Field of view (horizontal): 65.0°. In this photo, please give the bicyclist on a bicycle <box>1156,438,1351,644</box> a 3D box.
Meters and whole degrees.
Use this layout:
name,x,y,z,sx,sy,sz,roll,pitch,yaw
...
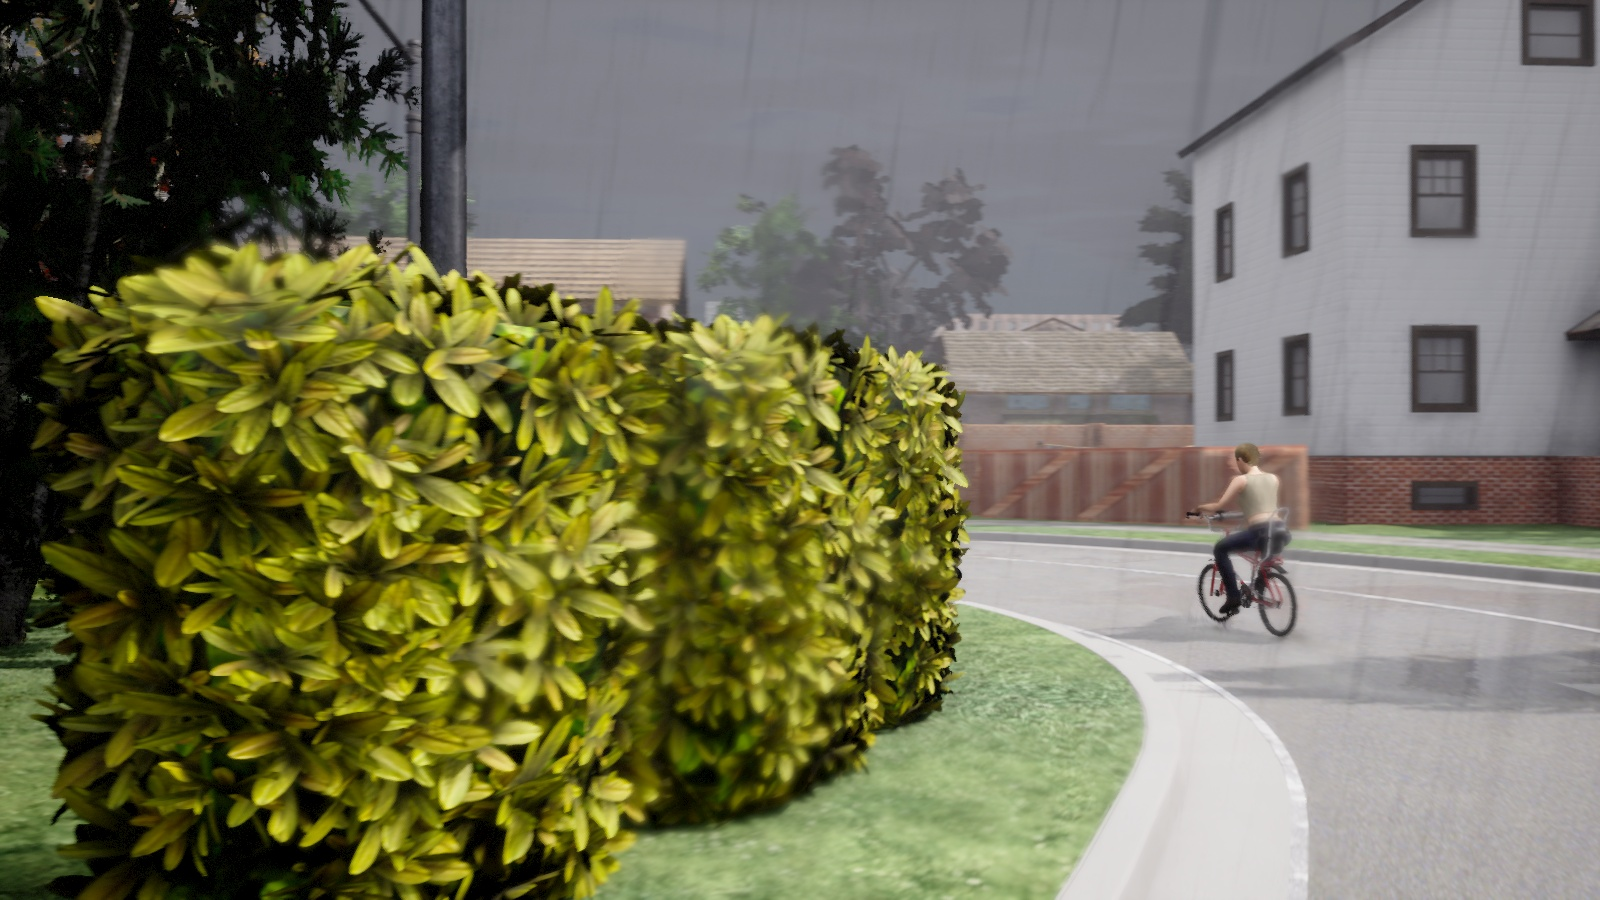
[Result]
name,x,y,z,sx,sy,sz,roll,pitch,yaw
bicyclist on a bicycle,3.853,0.727,10.811,0.866,1.612,1.509,-2,0,-12
